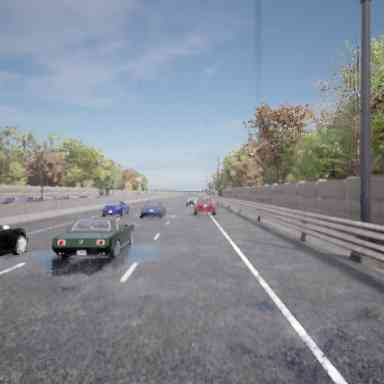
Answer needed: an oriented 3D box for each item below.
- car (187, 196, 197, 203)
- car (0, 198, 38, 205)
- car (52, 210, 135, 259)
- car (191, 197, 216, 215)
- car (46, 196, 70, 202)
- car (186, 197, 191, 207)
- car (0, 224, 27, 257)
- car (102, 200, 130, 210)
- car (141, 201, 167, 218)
[{"bbox_3d":[0.015,1.573,67.212,1.895,1.301,4.718,0,0,0],"label":"car"},{"bbox_3d":[-21.079,1.519,41.510,2.033,1.411,5.357,0,0,0],"label":"car"},{"bbox_3d":[-3.397,1.584,12.471,1.895,1.301,4.718,0,0,0],"label":"car"},{"bbox_3d":[1.231,1.321,33.013,2.097,1.767,4.553,0,0,0],"label":"car"},{"bbox_3d":[-17.567,1.323,43.839,2.097,1.767,4.553,0,0,0],"label":"car"},{"bbox_3d":[0.012,1.573,51.924,1.895,1.301,4.718,0,0,0],"label":"car"},{"bbox_3d":[-6.897,1.464,10.045,1.882,1.535,5.008,0,0,0],"label":"car"},{"bbox_3d":[-6.890,1.495,30.419,1.812,1.442,4.674,0,0,0],"label":"car"},{"bbox_3d":[-3.390,1.533,29.882,1.994,1.385,4.181,0,0,0],"label":"car"}]
